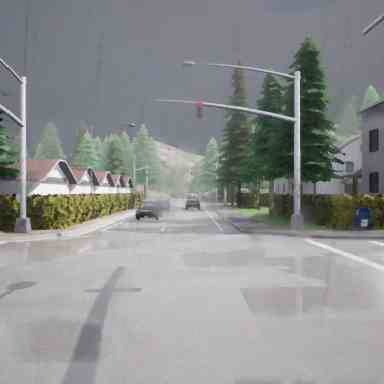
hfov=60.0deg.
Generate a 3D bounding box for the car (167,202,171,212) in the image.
[{"bbox_3d":[-3.567,1.577,38.551,1.994,1.385,4.181,0,0,1],"label":"car"}]

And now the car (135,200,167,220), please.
[{"bbox_3d":[-3.591,1.557,28.633,2.033,1.411,5.357,0,0,0],"label":"car"}]

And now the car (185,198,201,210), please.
[{"bbox_3d":[0.112,1.519,43.284,1.837,1.490,4.892,0,0,0],"label":"car"}]
